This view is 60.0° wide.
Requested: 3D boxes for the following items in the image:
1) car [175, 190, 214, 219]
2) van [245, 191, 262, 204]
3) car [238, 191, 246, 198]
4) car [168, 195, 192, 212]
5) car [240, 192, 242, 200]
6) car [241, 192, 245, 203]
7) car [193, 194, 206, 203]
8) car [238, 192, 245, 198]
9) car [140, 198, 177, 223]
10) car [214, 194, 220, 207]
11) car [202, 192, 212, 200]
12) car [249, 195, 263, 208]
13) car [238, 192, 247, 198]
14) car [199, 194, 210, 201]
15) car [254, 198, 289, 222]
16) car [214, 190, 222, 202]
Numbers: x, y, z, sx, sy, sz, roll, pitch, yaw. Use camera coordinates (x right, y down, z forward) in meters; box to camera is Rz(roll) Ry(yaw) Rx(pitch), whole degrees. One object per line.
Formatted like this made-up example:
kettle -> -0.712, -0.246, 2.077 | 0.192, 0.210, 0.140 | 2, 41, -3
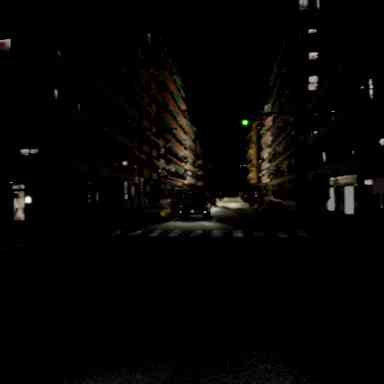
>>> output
car -> 0.339, 1.033, 27.168 | 2.150, 2.045, 5.566 | -1, 0, 7
van -> 7.741, 0.974, 40.520 | 1.690, 1.788, 3.998 | 0, 0, 7
car -> 11.008, 0.724, 68.542 | 2.192, 1.841, 5.009 | 0, 0, 7
car -> -1.236, 1.213, 35.889 | 1.967, 1.590, 4.097 | 0, 1, 7
car -> 9.700, 1.080, 57.336 | 1.802, 1.307, 4.206 | 0, 0, 7
car -> 9.067, 1.067, 51.900 | 1.752, 1.417, 4.829 | 0, 0, 7
car -> 1.378, 1.137, 58.307 | 1.887, 1.381, 4.507 | 0, 0, 7
car -> 13.641, 0.756, 91.133 | 1.752, 1.417, 4.829 | 0, 0, 7
car -> -2.563, 1.390, 24.511 | 1.752, 1.417, 4.829 | 0, 1, 7
car -> 2.229, 1.282, 43.245 | 1.895, 1.301, 4.718 | -1, 0, 7
car -> 3.338, 0.900, 75.120 | 1.967, 1.590, 4.097 | 0, 0, 7
car -> 6.433, 1.274, 29.314 | 2.008, 1.369, 4.403 | 0, 0, 7
car -> 12.967, 0.827, 85.359 | 2.008, 1.369, 4.403 | 0, 0, 7
car -> 2.684, 1.055, 69.516 | 2.008, 1.369, 4.403 | 0, 0, 7
car -> 5.779, 1.335, 23.710 | 1.947, 1.339, 4.313 | 0, 0, 7
car -> 4.158, 0.585, 59.095 | 2.150, 2.045, 5.566 | -1, 0, 7
